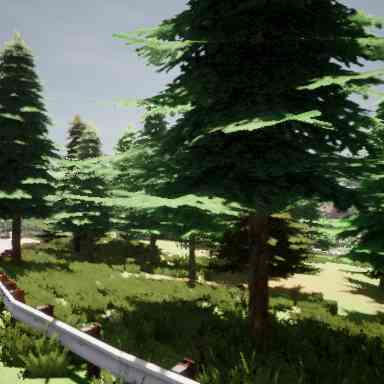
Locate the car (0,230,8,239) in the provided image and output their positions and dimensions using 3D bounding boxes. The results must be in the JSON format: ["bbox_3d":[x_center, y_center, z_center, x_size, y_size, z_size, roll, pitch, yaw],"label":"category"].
[{"bbox_3d":[-44.016,9.656,74.955,5.566,2.045,2.150,-6,-3,22],"label":"car"}]
